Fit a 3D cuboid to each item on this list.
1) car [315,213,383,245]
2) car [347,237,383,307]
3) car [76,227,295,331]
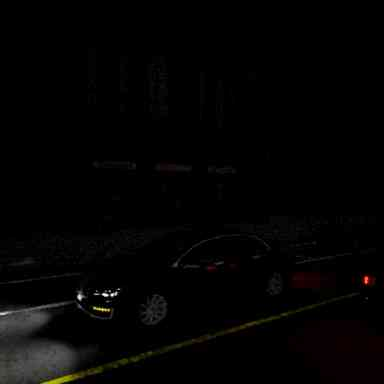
[{"bbox_3d":[7.513,1.667,15.179,4.507,1.381,1.887,0,-1,-33],"label":"car"},{"bbox_3d":[5.454,1.652,6.785,4.718,1.301,1.895,0,-1,-33],"label":"car"},{"bbox_3d":[0.092,1.570,7.076,4.892,1.490,1.837,0,-1,-33],"label":"car"}]
